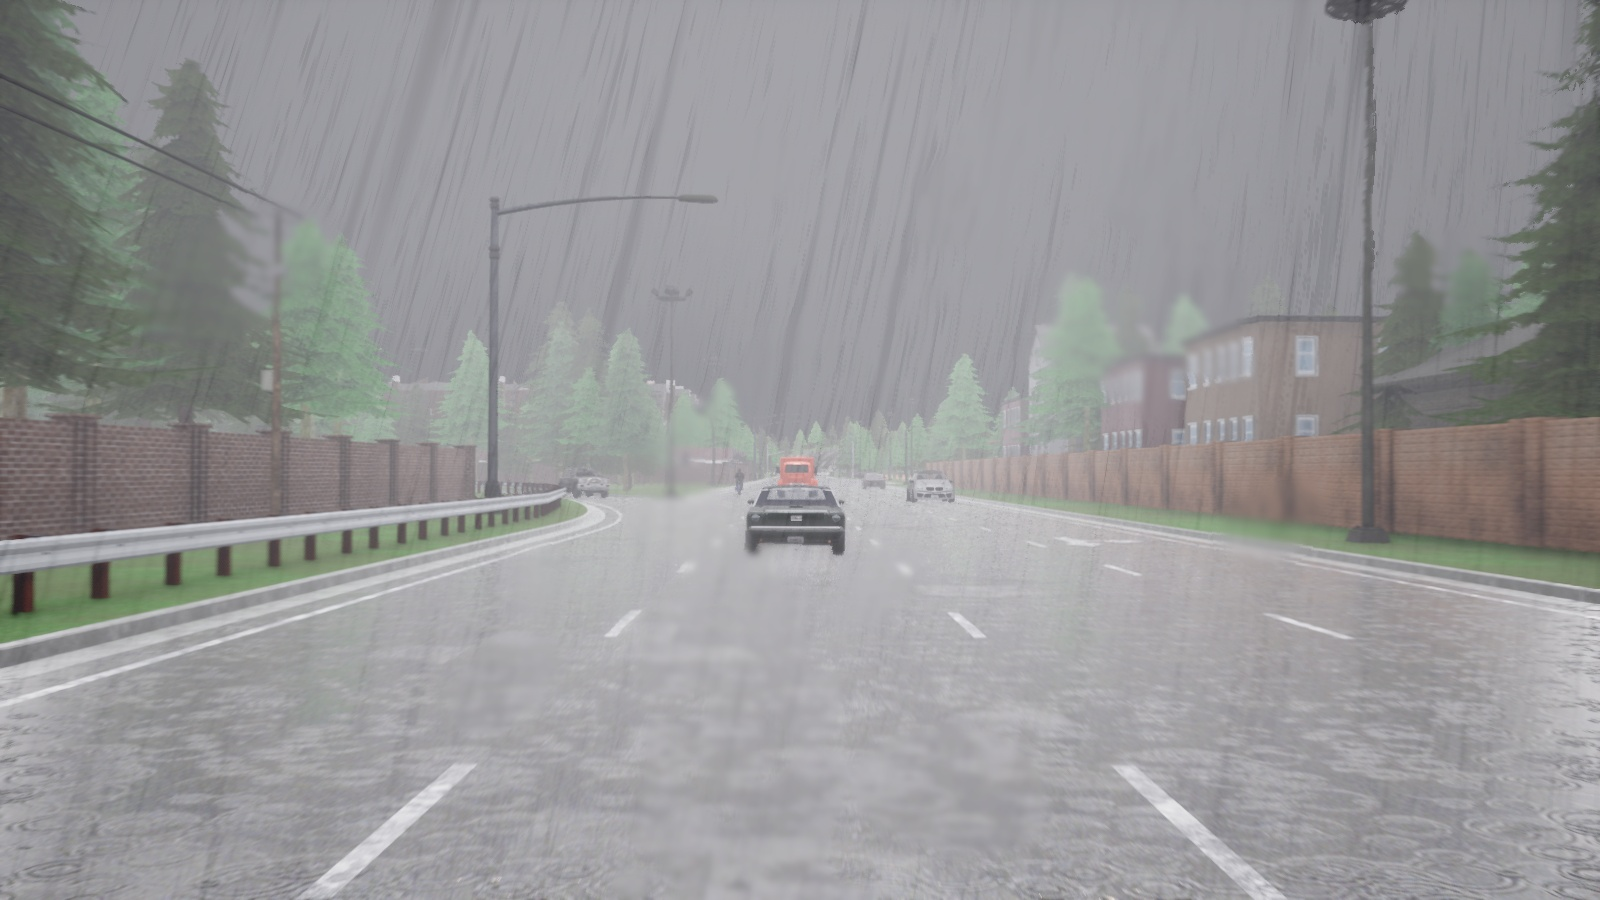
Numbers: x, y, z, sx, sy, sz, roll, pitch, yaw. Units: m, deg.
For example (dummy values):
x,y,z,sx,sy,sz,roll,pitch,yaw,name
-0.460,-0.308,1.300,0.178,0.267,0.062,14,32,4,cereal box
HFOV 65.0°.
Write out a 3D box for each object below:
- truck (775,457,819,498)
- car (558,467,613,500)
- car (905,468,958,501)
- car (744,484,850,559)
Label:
x,y,z,sx,sy,sz,roll,pitch,yaw,name
-0.159,1.682,77.958,2.627,2.467,5.204,0,-1,1,truck
-12.516,1.949,73.054,1.932,1.855,4.605,0,-1,-27,car
6.836,1.774,65.831,2.242,1.667,4.611,0,-1,0,car
-0.061,1.349,24.947,1.895,1.301,4.718,0,-1,0,car
